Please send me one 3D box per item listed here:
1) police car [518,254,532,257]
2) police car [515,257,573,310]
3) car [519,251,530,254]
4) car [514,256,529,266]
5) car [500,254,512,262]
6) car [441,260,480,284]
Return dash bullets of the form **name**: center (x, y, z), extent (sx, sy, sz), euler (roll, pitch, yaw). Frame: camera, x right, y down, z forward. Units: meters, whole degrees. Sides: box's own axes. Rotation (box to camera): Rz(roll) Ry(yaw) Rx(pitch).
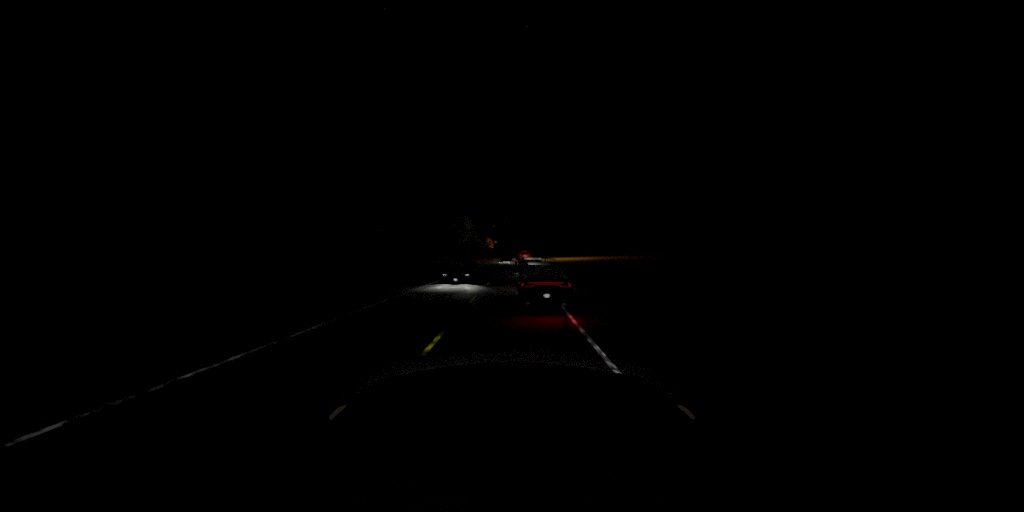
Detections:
- **police car**: center (1.351, 0.873, 23.884), extent (1.930, 1.638, 5.238), euler (0, 1, 2)
- **police car**: center (1.140, 1.010, 13.921), extent (1.930, 1.638, 5.238), euler (0, 1, 1)
- **car**: center (2.332, 0.123, 64.221), extent (2.150, 2.045, 5.566), euler (0, 1, 5)
- **car**: center (1.405, 0.684, 49.970), extent (1.895, 1.301, 4.718), euler (0, 1, 4)
- **car**: center (-1.070, 0.420, 65.276), extent (2.033, 1.411, 5.357), euler (0, 1, 5)
- **car**: center (-3.277, 0.990, 23.898), extent (2.033, 1.411, 5.357), euler (0, 1, 2)
